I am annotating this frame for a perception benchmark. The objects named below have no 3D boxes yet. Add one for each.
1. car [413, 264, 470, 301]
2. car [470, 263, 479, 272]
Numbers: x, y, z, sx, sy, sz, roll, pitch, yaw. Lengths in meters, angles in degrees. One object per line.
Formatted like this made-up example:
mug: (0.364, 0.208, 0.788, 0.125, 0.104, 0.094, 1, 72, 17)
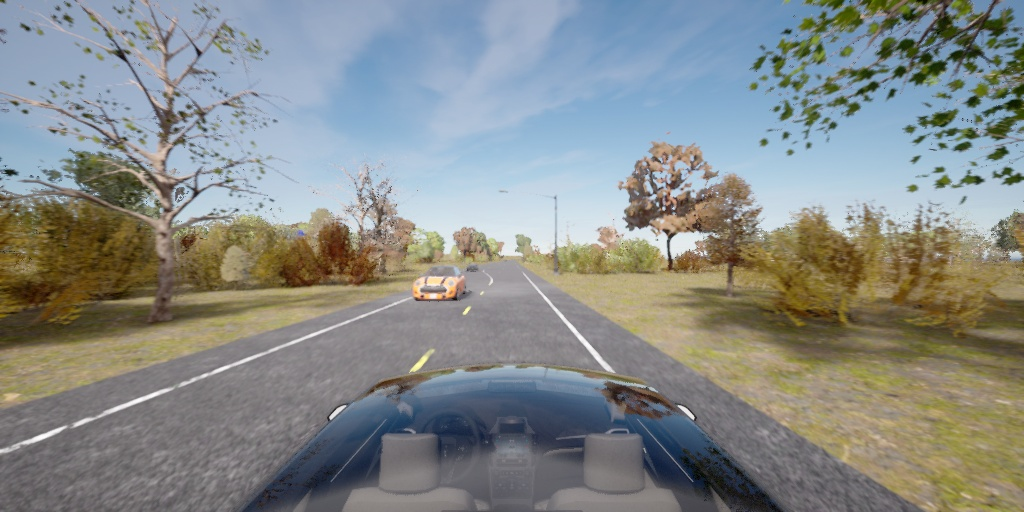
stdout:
car: (-3.634, 1.286, 18.701, 2.097, 1.767, 4.553, 0, -1, 0)
car: (-6.534, 1.895, 59.922, 1.994, 1.385, 4.181, 0, -1, -5)
